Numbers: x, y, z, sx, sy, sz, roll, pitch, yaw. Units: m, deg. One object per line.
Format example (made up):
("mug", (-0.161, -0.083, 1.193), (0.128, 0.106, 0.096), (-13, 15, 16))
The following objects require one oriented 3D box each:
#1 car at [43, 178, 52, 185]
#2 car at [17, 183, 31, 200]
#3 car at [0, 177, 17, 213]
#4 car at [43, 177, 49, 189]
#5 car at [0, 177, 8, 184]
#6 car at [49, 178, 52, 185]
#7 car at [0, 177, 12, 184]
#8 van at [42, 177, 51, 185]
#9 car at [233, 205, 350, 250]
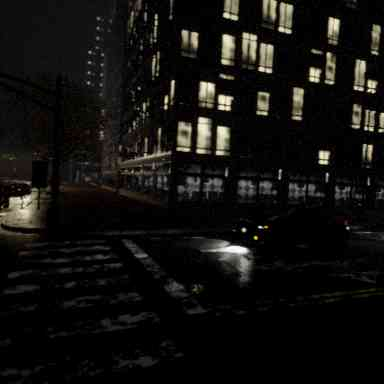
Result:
("car", (-36.018, -2.703, 82.969), (1.967, 1.590, 4.097), (2, 2, -21))
("car", (-16.192, -0.110, 30.409), (1.752, 1.417, 4.829), (2, 2, -21))
("car", (-12.145, 0.186, 19.700), (2.192, 1.841, 5.009), (2, 2, -21))
("car", (-26.068, -1.566, 56.605), (2.192, 1.841, 5.009), (2, 2, -21))
("car", (-39.868, -2.388, 69.438), (1.802, 1.307, 4.206), (2, 2, -21))
("car", (-30.046, -2.070, 67.149), (2.192, 1.841, 5.009), (2, 2, -21))
("car", (-41.855, -2.672, 74.706), (2.008, 1.369, 4.403), (2, 2, -21))
("van", (-34.025, -2.549, 77.694), (1.690, 1.788, 3.998), (2, 2, -21))
("car", (3.655, 1.178, 12.181), (4.181, 1.385, 1.994), (1, 3, -22))
